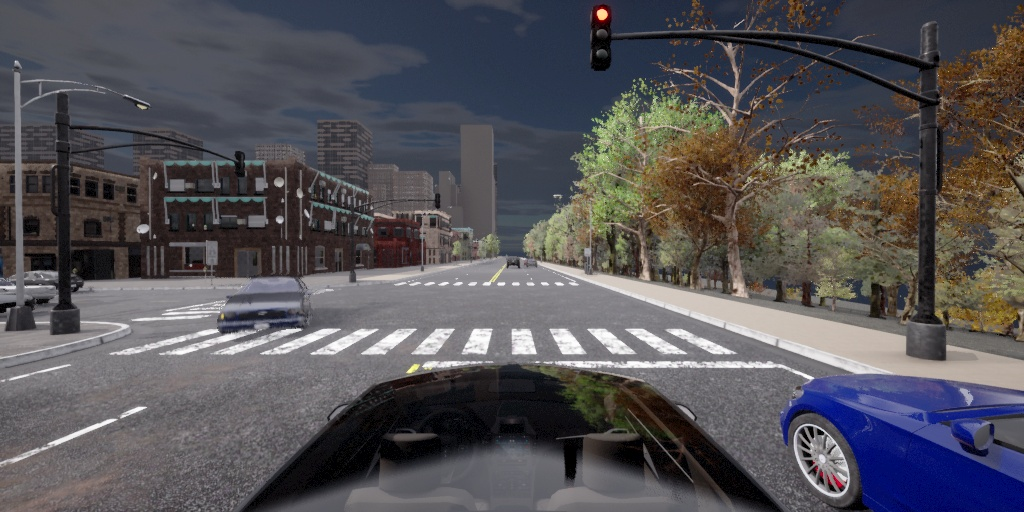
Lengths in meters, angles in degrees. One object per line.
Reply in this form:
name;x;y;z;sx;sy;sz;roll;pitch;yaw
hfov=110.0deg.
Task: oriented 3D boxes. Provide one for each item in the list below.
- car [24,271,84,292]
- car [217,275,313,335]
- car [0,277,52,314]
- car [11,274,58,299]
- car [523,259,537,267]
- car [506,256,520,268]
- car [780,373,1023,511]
car;-28.242;1.560;21.321;4.403;1.370;2.007;0;0;0
car;-7.222;1.295;10.957;2.033;1.411;5.357;0;0;-28
car;-19.926;1.565;12.792;4.313;1.339;1.948;0;0;0
car;-22.969;1.608;15.509;4.718;1.301;1.895;-1;1;0
car;3.470;1.217;63.895;2.128;1.511;4.902;0;0;0
car;0.213;0.950;59.863;2.150;2.045;5.566;0;0;0
car;3.346;1.276;1.351;1.812;1.442;4.674;0;0;2
